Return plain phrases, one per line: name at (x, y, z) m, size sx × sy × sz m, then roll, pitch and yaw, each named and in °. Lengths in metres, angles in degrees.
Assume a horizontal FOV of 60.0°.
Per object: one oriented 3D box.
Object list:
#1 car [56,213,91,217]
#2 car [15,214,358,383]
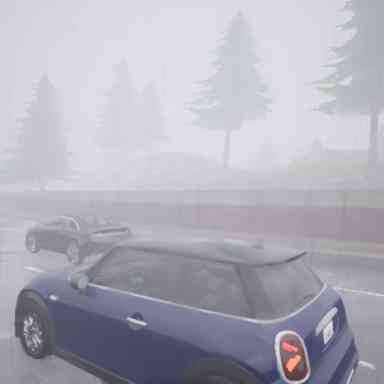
car at (-4.175, 1.516, 11.921) m, size 4.902 × 1.511 × 2.128 m, roll 0°, pitch 0°, yaw 40°
car at (-0.404, 1.363, 4.451) m, size 4.553 × 1.767 × 2.097 m, roll 0°, pitch 0°, yaw 36°
